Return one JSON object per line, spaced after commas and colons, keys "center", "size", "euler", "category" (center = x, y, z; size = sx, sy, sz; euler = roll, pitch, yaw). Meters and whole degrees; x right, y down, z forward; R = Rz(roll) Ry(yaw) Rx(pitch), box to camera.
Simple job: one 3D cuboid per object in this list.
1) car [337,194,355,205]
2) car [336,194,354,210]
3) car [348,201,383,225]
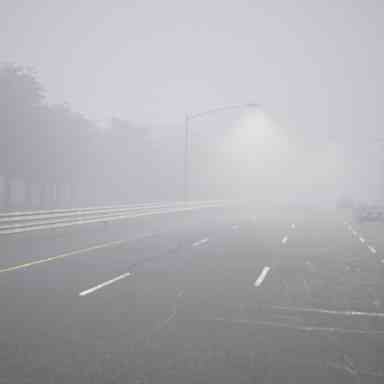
{"center": [30.106, 1.428, 64.848], "size": [2.150, 2.045, 5.566], "euler": [0, 0, 35], "category": "car"}
{"center": [20.267, 1.491, 43.934], "size": [2.097, 1.767, 4.553], "euler": [0, 0, 20], "category": "car"}
{"center": [13.407, 1.632, 25.168], "size": [2.033, 1.411, 5.357], "euler": [0, 0, 20], "category": "car"}
